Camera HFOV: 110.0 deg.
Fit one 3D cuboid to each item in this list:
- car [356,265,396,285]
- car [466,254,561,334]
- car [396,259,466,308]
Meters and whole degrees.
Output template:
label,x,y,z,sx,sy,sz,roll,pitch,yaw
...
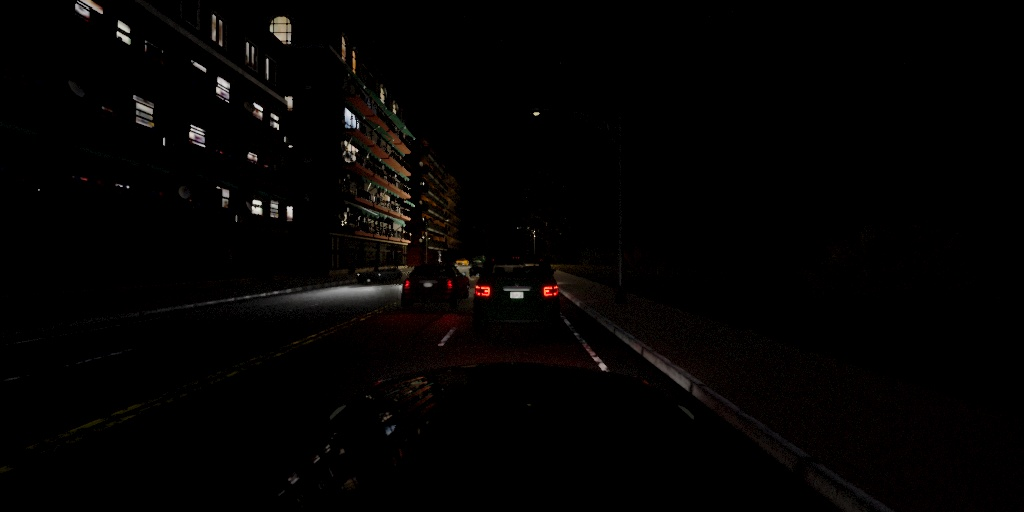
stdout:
label,x,y,z,sx,sy,sz,roll,pitch,yaw
car,-9.754,1.353,26.628,1.895,1.301,4.718,0,0,0
car,0.129,0.973,10.762,2.150,2.045,5.566,0,0,0
car,-3.099,1.105,15.387,2.097,1.767,4.553,0,0,0
